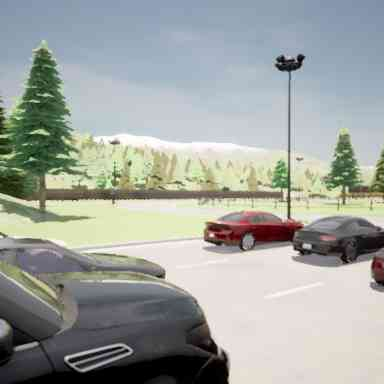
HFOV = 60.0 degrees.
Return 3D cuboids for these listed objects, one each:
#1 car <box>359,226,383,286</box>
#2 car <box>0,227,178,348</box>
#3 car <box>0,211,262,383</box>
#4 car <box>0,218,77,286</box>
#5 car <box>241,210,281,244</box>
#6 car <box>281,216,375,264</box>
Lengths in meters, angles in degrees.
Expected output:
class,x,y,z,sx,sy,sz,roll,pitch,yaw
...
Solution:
class,x,y,z,sx,sy,sz,roll,pitch,yaw
car,6.345,1.621,8.323,4.181,1.385,1.994,0,0,-35
car,-3.052,1.552,5.869,5.357,1.411,2.033,0,0,-36
car,-2.301,1.218,2.098,5.566,2.045,2.150,0,0,-36
car,-5.555,1.527,8.381,4.674,1.442,1.812,0,0,-36
car,2.781,1.537,14.370,5.008,1.535,1.882,0,0,-35
car,5.597,1.591,12.071,4.674,1.442,1.812,0,0,-35
